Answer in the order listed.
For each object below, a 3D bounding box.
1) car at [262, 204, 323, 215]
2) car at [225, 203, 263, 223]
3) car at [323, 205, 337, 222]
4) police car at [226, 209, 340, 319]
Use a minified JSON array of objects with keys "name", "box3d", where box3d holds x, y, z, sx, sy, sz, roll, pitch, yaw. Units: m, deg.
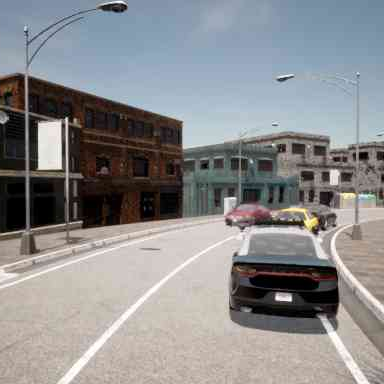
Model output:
[{"name":"car","box3d":[5.186,1.471,16.548,1.801,1.575,5.366,1,0,26]},{"name":"car","box3d":[3.928,1.508,22.590,1.812,1.442,4.674,1,0,33]},{"name":"car","box3d":[7.923,1.536,21.222,1.837,1.490,4.892,1,0,34]},{"name":"police car","box3d":[2.003,1.428,7.694,1.930,1.638,5.238,0,0,13]}]
